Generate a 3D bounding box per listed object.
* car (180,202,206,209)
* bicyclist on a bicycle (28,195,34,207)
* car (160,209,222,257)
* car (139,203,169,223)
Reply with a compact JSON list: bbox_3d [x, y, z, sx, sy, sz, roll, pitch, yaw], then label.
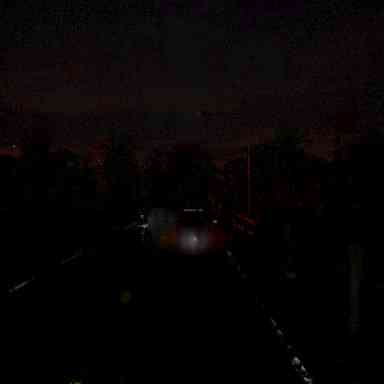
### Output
[{"bbox_3d":[0.054,1.514,26.106,2.128,1.511,4.902,0,0,0],"label":"car"},{"bbox_3d":[-22.471,1.223,46.386,0.582,1.620,1.656,1,0,1],"label":"bicyclist on a bicycle"},{"bbox_3d":[0.065,1.573,12.920,1.994,1.385,4.181,0,0,0],"label":"car"},{"bbox_3d":[-2.798,1.570,25.742,2.033,1.411,5.357,0,0,1],"label":"car"}]
